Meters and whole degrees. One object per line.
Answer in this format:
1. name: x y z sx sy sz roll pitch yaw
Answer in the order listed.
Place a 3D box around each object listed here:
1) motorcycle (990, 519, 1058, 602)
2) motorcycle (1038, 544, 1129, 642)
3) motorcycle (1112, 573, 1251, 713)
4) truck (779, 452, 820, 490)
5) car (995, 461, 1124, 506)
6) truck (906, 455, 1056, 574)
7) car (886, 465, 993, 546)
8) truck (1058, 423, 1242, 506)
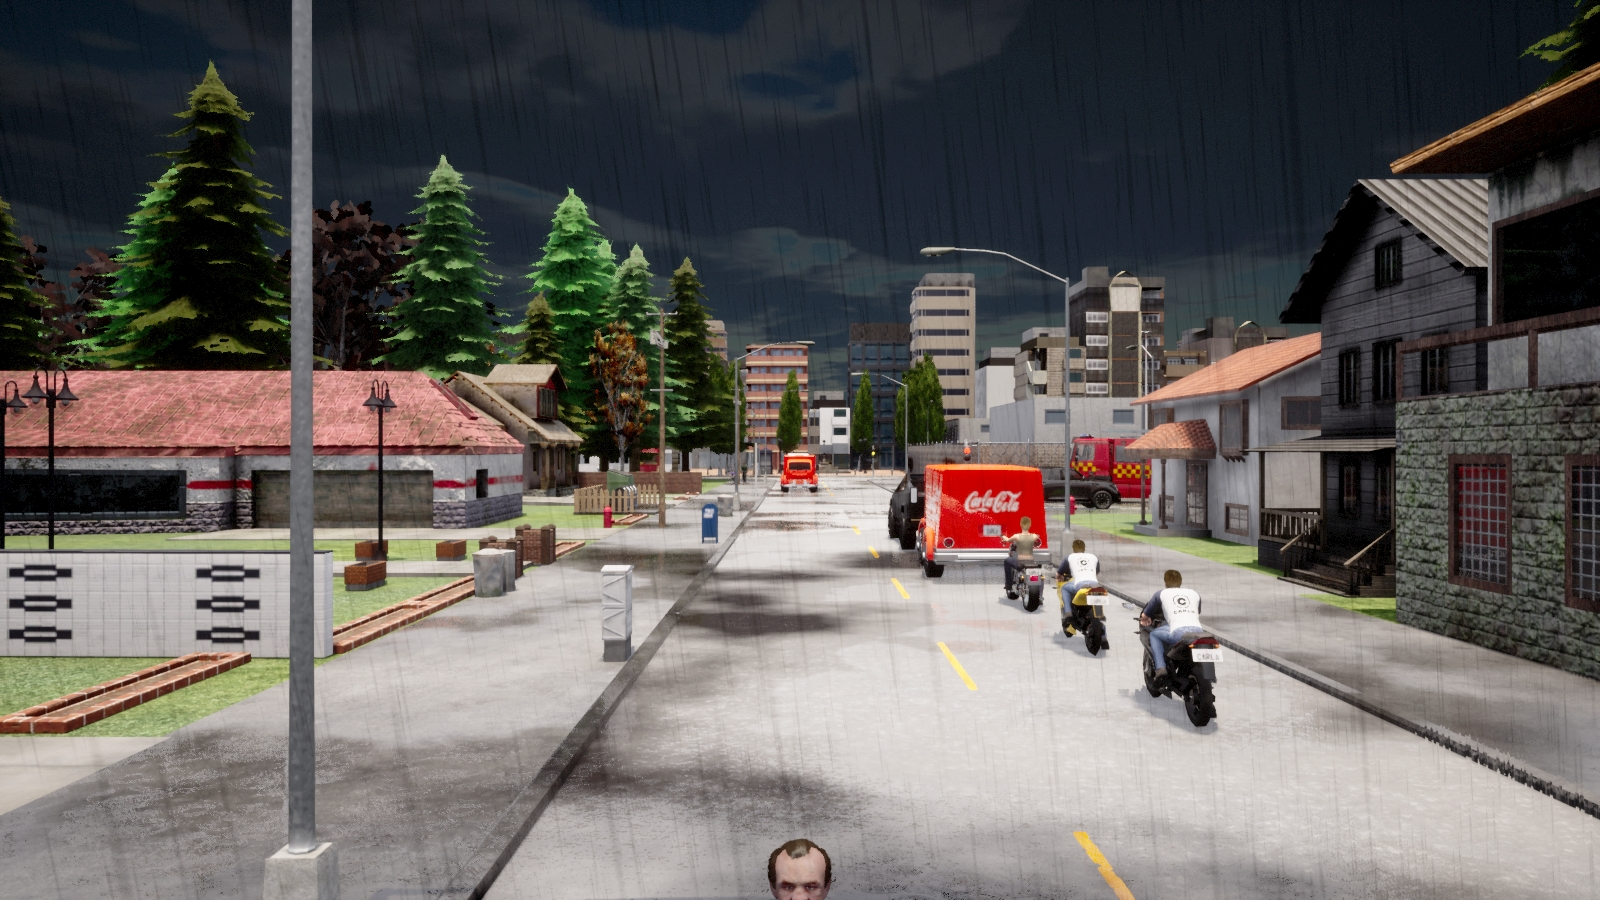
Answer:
1. motorcycle: 3.997 1.950 20.606 0.764 1.277 2.356 0 0 0
2. motorcycle: 3.995 1.993 16.270 0.803 1.145 2.033 0 0 0
3. motorcycle: 3.999 1.993 12.153 0.803 1.145 2.033 0 0 0
4. truck: -0.044 1.348 76.503 2.627 2.467 5.204 0 0 0
5. car: 12.233 1.559 54.031 5.566 2.045 2.150 0 0 -3
6. truck: 3.998 1.348 26.317 2.627 2.467 5.204 0 0 0
7. car: 3.989 1.534 33.871 2.390 2.098 6.274 0 0 0
8. truck: 17.623 0.682 57.640 8.468 3.827 2.891 2 0 25
